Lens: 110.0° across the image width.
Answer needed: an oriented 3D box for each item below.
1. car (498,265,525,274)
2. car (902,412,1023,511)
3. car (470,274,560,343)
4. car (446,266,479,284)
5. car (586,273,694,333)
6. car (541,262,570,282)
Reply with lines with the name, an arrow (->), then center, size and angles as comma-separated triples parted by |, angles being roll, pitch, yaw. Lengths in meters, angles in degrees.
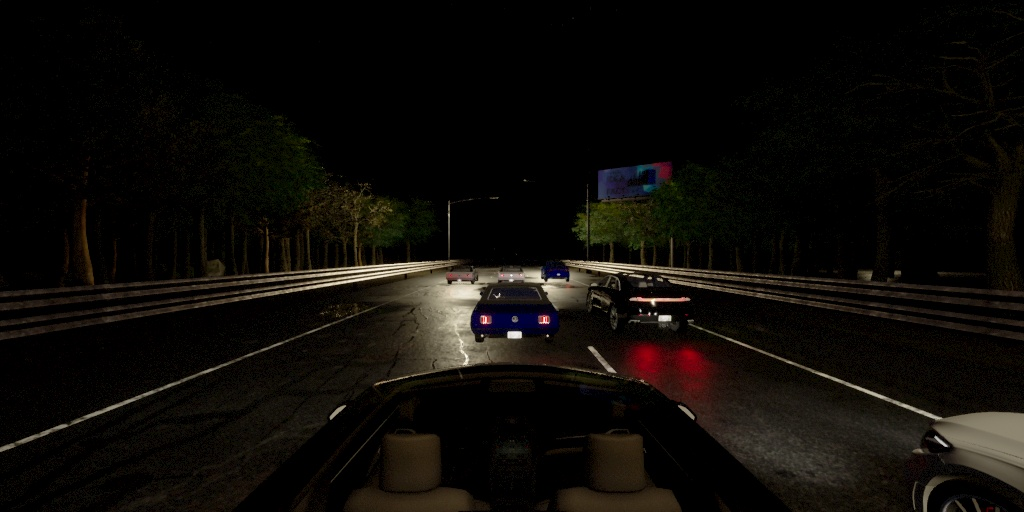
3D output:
car -> -0.047, 1.351, 26.504 | 1.895, 1.301, 4.718 | 0, 0, 0
car -> 3.622, 1.276, 0.478 | 1.812, 1.442, 4.674 | 0, 0, 0
car -> 0.053, 1.351, 9.664 | 1.895, 1.301, 4.718 | 0, 0, 0
car -> -3.548, 1.351, 26.434 | 1.895, 1.301, 4.718 | 0, 0, 0
car -> 3.548, 1.242, 10.787 | 2.128, 1.511, 4.902 | 0, 0, 0
car -> 3.438, 1.228, 29.095 | 1.882, 1.535, 5.008 | 0, 0, -1
